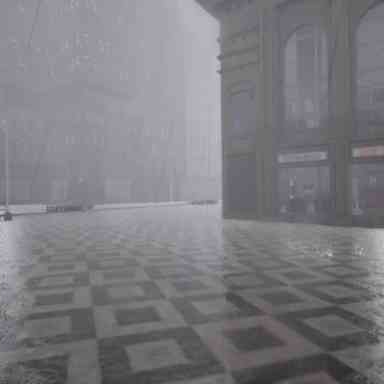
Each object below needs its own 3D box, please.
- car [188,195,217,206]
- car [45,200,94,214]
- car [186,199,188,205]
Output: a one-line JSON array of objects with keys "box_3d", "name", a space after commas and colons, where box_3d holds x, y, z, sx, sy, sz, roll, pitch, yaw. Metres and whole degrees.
[{"box_3d": [1.915, 1.389, 49.892, 1.895, 1.301, 4.718, -1, 0, 36], "name": "car"}, {"box_3d": [-12.743, 1.567, 34.703, 1.895, 1.301, 4.718, -1, 0, 35], "name": "car"}, {"box_3d": [0.922, 1.315, 53.803, 2.128, 1.511, 4.902, -1, 0, 36], "name": "car"}]
